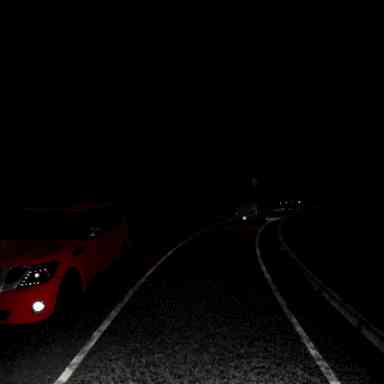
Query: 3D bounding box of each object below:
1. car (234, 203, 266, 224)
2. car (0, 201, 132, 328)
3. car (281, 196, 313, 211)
[{"bbox_3d":[4.302,1.532,24.618,1.812,1.442,4.674,-2,-1,19],"label":"car"},{"bbox_3d":[-2.950,1.252,7.449,2.150,2.045,5.566,0,0,5],"label":"car"},{"bbox_3d":[12.879,1.242,40.028,2.097,1.767,4.553,-4,-2,37],"label":"car"}]
